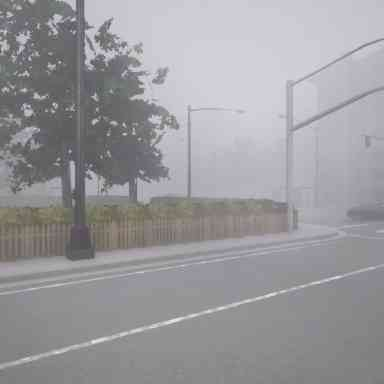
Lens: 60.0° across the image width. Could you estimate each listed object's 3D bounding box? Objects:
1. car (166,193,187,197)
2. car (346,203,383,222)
[{"bbox_3d":[-1.847,1.223,46.492,2.150,2.045,5.566,0,0,-35],"label":"car"},{"bbox_3d":[13.745,1.525,24.258,1.812,1.442,4.674,0,0,-39],"label":"car"}]
